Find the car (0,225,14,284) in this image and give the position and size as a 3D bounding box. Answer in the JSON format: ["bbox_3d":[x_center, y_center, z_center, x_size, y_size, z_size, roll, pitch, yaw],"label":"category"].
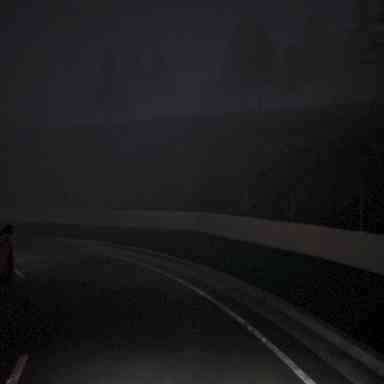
[{"bbox_3d":[-5.090,1.321,6.754,2.150,2.045,5.566,1,-1,-23],"label":"car"}]
